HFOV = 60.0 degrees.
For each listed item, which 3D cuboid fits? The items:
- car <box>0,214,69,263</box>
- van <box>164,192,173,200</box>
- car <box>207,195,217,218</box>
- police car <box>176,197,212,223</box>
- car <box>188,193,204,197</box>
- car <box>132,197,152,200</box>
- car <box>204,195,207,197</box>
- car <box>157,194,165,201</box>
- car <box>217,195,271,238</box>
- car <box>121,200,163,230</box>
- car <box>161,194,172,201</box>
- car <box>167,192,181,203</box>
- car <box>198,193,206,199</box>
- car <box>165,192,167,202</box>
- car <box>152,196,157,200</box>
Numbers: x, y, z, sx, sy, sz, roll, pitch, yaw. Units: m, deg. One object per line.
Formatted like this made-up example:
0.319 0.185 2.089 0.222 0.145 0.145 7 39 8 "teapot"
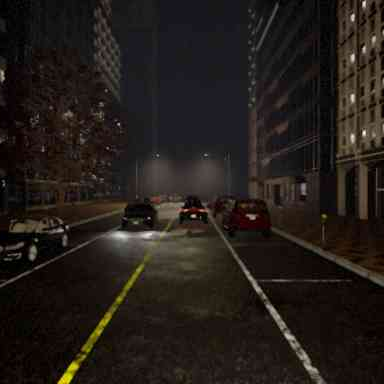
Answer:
-5.682 1.498 11.540 2.008 1.369 4.403 0 0 0 "car"
-5.647 0.937 79.846 1.690 1.788 3.998 0 0 0 "van"
2.708 1.182 28.600 2.192 1.841 5.009 0 0 0 "car"
0.110 1.395 24.214 2.038 1.542 4.974 0 0 0 "police car"
0.120 1.153 41.697 2.097 1.767 4.553 0 0 0 "car"
-5.671 1.390 34.309 2.008 1.369 4.403 0 0 0 "car"
2.713 1.335 40.154 1.752 1.417 4.829 0 0 0 "car"
-5.662 1.333 51.384 1.802 1.307 4.206 0 0 0 "car"
2.703 1.236 17.215 2.192 1.841 5.009 0 0 0 "car"
-3.090 1.430 20.671 1.812 1.442 4.674 0 0 0 "car"
-5.651 1.172 74.154 1.887 1.381 4.507 0 0 0 "car"
-3.005 1.046 61.937 2.097 1.767 4.553 0 0 1 "car"
2.739 0.971 91.211 1.967 1.590 4.097 0 0 0 "car"
-5.657 1.240 62.770 2.008 1.369 4.403 0 0 0 "car"
-5.668 1.376 40.002 1.947 1.339 4.313 0 0 0 "car"
